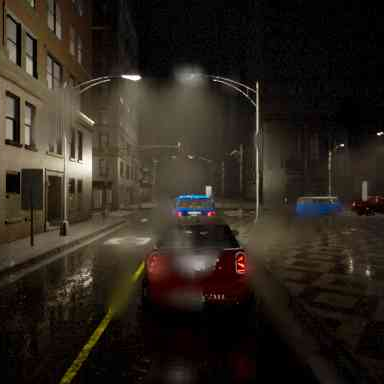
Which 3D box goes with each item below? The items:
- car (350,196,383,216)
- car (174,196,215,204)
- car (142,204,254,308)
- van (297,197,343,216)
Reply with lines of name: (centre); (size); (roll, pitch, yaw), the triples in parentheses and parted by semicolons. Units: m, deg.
car: (17.398, 1.322, 30.900); (5.009, 1.841, 2.192); (0, 0, -1)
car: (0.118, 1.207, 17.932); (2.150, 2.045, 5.566); (0, 0, 0)
car: (0.109, 1.346, 8.075); (2.097, 1.767, 4.553); (0, 0, 0)
van: (11.757, 1.349, 30.819); (3.998, 1.788, 1.690); (0, 0, -1)
